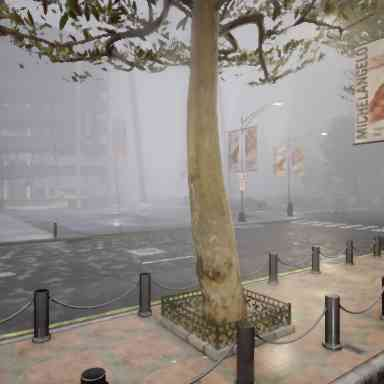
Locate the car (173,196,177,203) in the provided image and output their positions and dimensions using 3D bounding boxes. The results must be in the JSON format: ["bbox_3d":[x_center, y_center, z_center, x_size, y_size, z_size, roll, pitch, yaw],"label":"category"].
[{"bbox_3d":[-3.275,1.491,64.969,4.902,1.511,2.128,0,0,44],"label":"car"}]

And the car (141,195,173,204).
[{"bbox_3d":[-6.685,1.547,63.376,5.357,1.411,2.033,0,0,41],"label":"car"}]

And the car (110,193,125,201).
[{"bbox_3d":[-18.867,1.545,77.822,4.718,1.301,1.895,0,0,11],"label":"car"}]

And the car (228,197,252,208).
[{"bbox_3d":[5.626,1.547,48.119,2.033,1.411,5.357,0,0,-36],"label":"car"}]

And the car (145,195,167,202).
[{"bbox_3d":[-8.377,1.525,77.501,4.902,1.511,2.128,0,0,26],"label":"car"}]

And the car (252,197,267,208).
[{"bbox_3d":[8.932,1.477,49.510,1.882,1.535,5.008,0,0,-37],"label":"car"}]

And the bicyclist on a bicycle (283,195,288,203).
[{"bbox_3d":[17.527,1.300,62.337,1.656,1.620,0.582,0,0,-36],"label":"bicyclist on a bicycle"}]

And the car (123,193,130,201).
[{"bbox_3d":[-17.935,1.165,81.196,5.566,2.045,2.150,0,0,11],"label":"car"}]

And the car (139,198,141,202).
[{"bbox_3d":[-9.589,1.524,74.201,4.674,1.442,1.812,0,0,26],"label":"car"}]

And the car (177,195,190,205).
[{"bbox_3d":[0.140,1.352,55.523,2.097,1.767,4.553,0,0,-38],"label":"car"}]
